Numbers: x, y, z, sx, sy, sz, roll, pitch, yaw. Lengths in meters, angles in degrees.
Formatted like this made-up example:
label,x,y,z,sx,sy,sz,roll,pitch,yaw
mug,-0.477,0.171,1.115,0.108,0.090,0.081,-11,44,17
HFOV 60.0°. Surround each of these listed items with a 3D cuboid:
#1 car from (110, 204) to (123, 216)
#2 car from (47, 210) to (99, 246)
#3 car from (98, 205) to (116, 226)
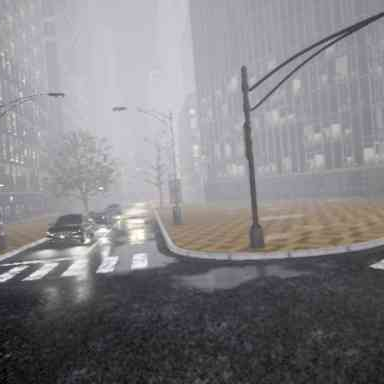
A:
label,x,y,z,sx,sy,sz,roll,pitch,yaw
car,-9.883,2.257,42.139,1.812,1.442,4.674,-5,1,-7
car,-6.814,2.022,19.029,1.837,1.490,4.892,-5,0,-8
car,-8.121,2.208,28.876,1.895,1.301,4.718,-5,0,-7
